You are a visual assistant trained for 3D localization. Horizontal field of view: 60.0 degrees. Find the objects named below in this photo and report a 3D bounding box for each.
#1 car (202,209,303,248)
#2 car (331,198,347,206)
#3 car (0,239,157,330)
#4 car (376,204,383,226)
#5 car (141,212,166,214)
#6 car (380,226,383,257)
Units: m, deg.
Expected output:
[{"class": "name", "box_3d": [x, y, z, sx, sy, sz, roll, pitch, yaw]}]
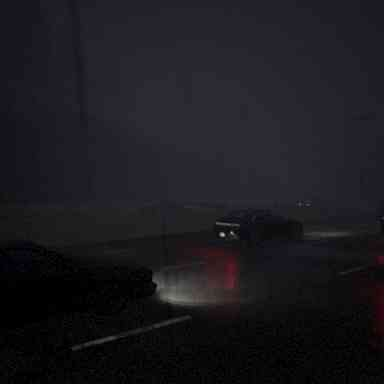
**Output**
[{"class": "car", "box_3d": [3.132, 1.541, 15.182, 4.902, 1.511, 2.128, 0, 0, -39]}, {"class": "car", "box_3d": [27.976, 1.822, 63.165, 1.895, 1.301, 4.718, 0, 0, 35]}, {"class": "car", "box_3d": [-3.306, 1.560, 5.744, 5.357, 1.411, 2.033, 0, 0, -36]}, {"class": "car", "box_3d": [11.973, 1.562, 18.172, 4.902, 1.511, 2.128, 0, 0, -42]}, {"class": "car", "box_3d": [-2.804, 1.573, 33.364, 5.008, 1.535, 1.882, 0, 0, -42]}, {"class": "car", "box_3d": [7.492, 1.640, 9.682, 4.718, 1.301, 1.895, 0, 0, -39]}]
